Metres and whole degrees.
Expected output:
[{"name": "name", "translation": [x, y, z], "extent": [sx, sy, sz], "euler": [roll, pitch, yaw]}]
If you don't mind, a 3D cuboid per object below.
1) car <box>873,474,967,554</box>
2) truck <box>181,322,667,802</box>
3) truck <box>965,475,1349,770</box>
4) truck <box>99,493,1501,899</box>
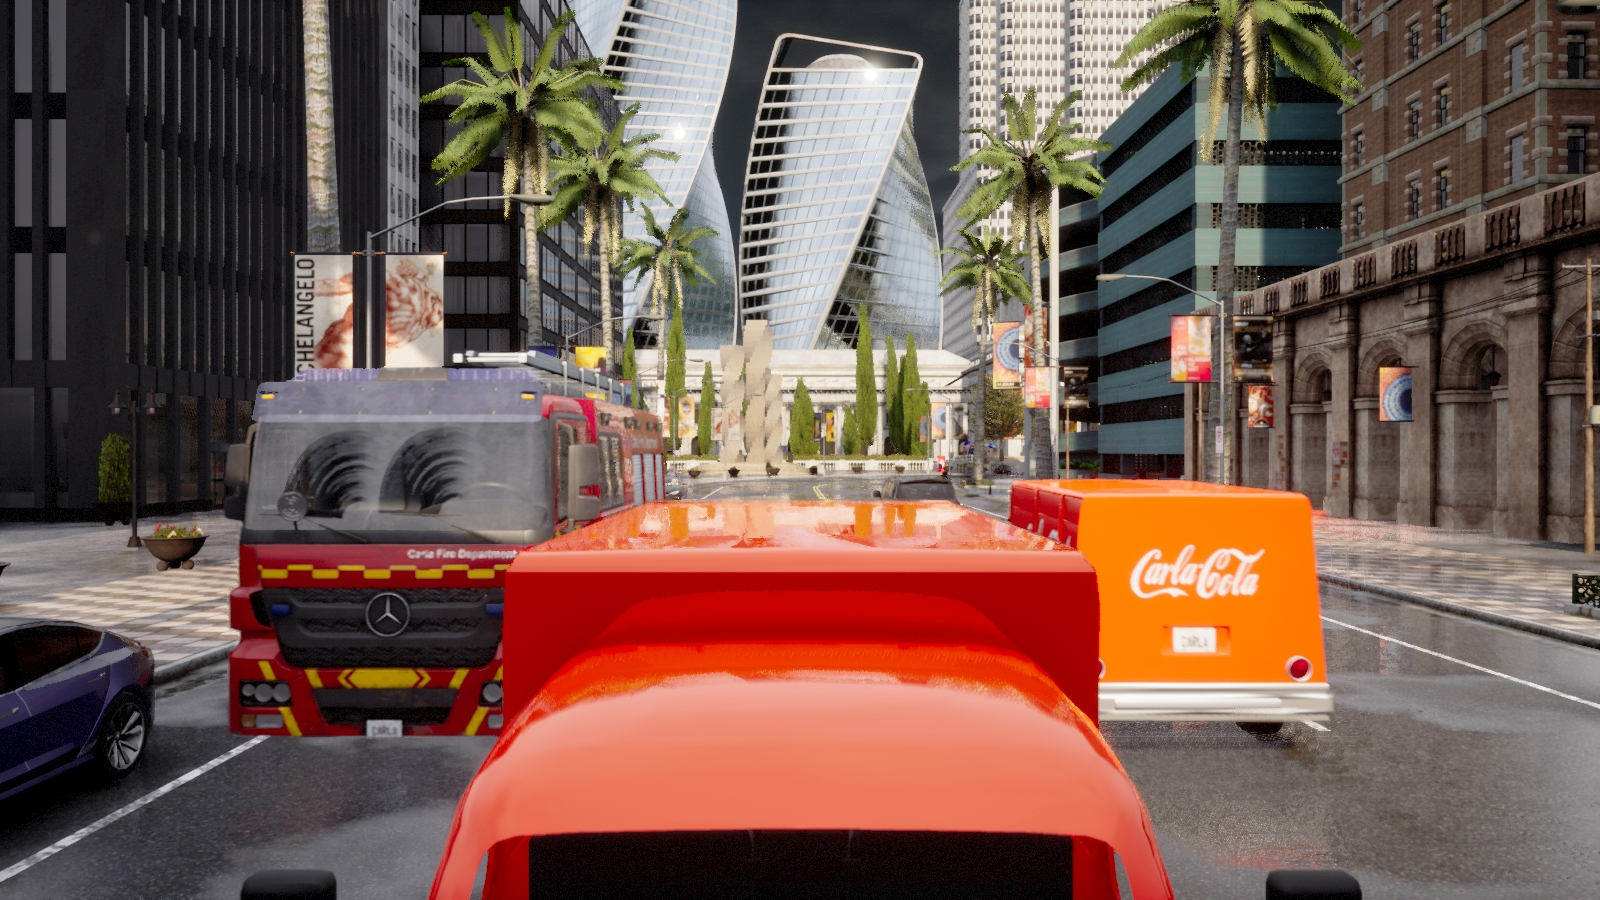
[{"name": "car", "translation": [3.434, 1.792, 33.830], "extent": [2.150, 2.045, 5.566], "euler": [0, 0, -1]}, {"name": "truck", "translation": [-3.491, 0.896, 13.352], "extent": [2.891, 3.827, 8.468], "euler": [0, 0, 0]}, {"name": "truck", "translation": [3.503, 1.573, 12.628], "extent": [2.627, 2.467, 5.204], "euler": [0, 0, 0]}, {"name": "truck", "translation": [-0.001, 1.556, 4.764], "extent": [2.627, 2.467, 5.204], "euler": [0, 1, 0]}]
